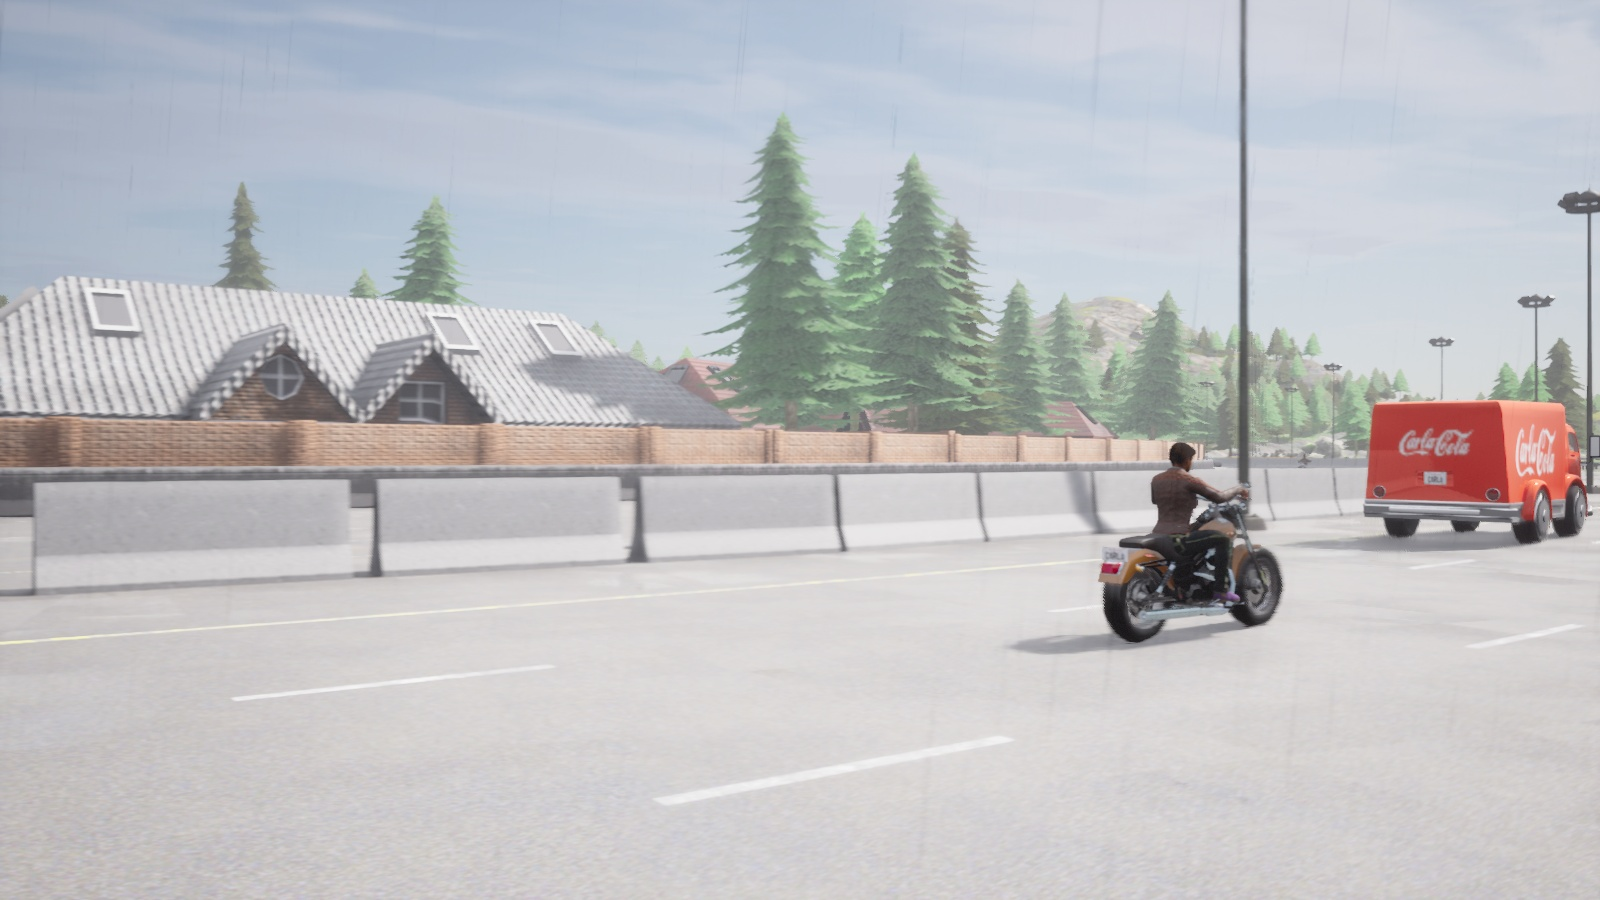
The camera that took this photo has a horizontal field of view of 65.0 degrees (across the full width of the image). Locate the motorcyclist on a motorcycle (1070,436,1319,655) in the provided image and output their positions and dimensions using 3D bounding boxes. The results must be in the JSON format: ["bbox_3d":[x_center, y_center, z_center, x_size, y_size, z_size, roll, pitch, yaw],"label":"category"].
[{"bbox_3d":[3.342,0.730,10.504,2.350,1.649,0.766,0,-1,-38],"label":"motorcyclist on a motorcycle"}]

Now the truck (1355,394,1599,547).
[{"bbox_3d":[12.607,0.319,22.989,5.204,2.467,2.627,0,0,-43],"label":"truck"}]
